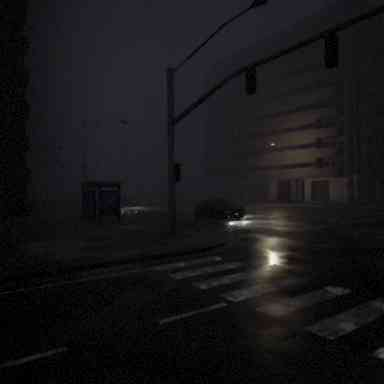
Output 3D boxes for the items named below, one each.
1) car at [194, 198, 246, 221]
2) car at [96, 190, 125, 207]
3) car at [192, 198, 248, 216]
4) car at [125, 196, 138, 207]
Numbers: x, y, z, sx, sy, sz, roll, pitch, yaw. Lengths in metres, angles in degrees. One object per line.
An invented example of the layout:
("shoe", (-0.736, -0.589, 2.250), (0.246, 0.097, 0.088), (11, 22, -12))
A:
("car", (1.968, 1.363, 24.950), (1.994, 1.385, 4.181), (-1, 1, -36))
("car", (-11.100, 1.027, 42.935), (2.150, 2.045, 5.566), (-1, 0, -36))
("car", (2.404, 1.292, 30.281), (2.033, 1.411, 5.357), (-1, 1, -36))
("car", (-9.327, 1.240, 46.471), (2.128, 1.511, 4.902), (-1, 1, -36))
